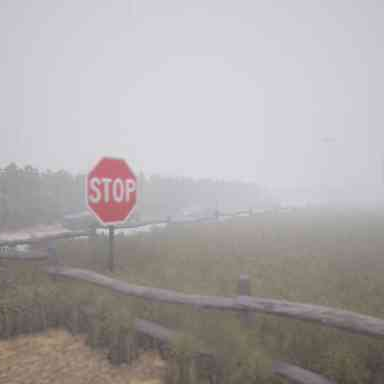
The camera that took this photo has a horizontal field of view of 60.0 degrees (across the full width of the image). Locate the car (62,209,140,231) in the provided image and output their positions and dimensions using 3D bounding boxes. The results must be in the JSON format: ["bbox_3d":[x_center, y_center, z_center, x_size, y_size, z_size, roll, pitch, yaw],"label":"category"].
[{"bbox_3d":[-5.284,1.477,19.875,1.882,1.535,5.008,0,-1,36],"label":"car"}]

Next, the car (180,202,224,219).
[{"bbox_3d":[0.920,1.579,28.483,2.128,1.511,4.902,0,-1,36],"label":"car"}]

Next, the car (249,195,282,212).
[{"bbox_3d":[8.727,1.373,39.247,2.150,2.045,5.566,0,0,36],"label":"car"}]
